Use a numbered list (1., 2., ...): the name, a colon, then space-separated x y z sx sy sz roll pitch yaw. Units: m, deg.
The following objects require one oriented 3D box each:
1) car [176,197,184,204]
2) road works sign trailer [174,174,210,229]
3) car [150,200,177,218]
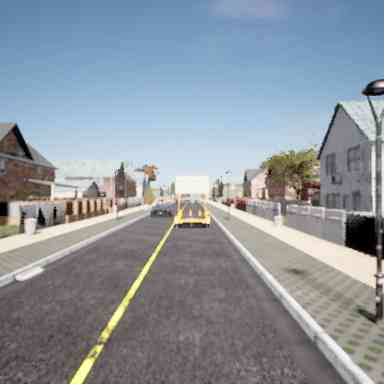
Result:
1. car: -2.693 1.894 73.524 1.882 1.535 5.008 0 -1 0
2. road works sign trailer: 0.030 0.565 22.426 2.380 3.560 2.880 0 0 0
3. car: -2.819 1.717 31.819 1.994 1.385 4.181 0 0 0
